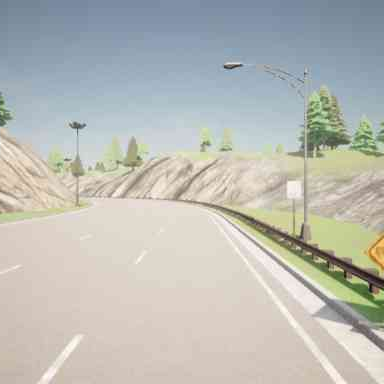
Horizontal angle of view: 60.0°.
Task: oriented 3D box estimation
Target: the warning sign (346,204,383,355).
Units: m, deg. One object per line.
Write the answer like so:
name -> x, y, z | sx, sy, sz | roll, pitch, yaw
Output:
warning sign -> 3.050, 1.112, 4.654 | 1.300, 1.860, 1.060 | 0, 0, 0
